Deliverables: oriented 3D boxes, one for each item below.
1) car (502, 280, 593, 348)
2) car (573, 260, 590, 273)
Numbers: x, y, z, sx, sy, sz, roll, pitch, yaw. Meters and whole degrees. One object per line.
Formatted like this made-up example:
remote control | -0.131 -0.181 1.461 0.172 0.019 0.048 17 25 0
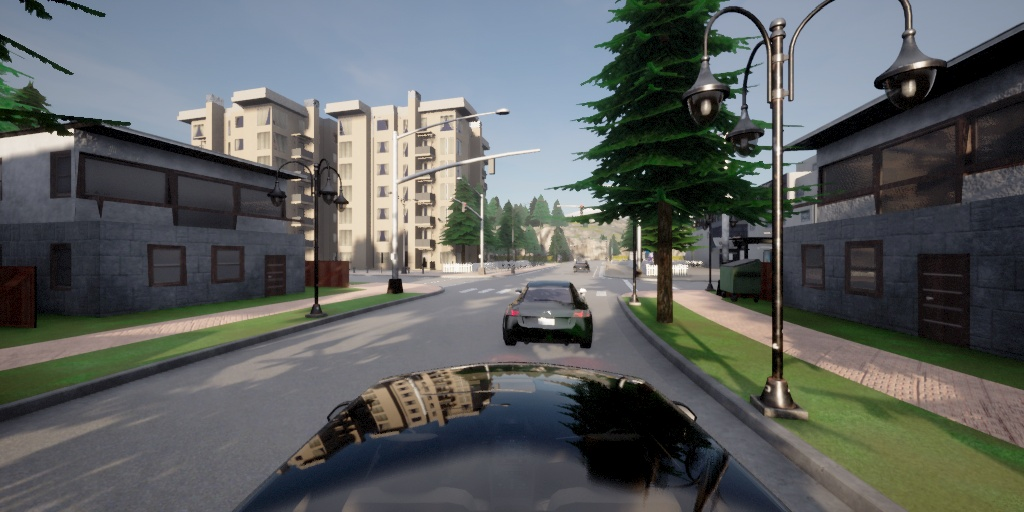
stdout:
car | 0.994 1.314 9.313 1.994 1.385 4.181 0 0 8
car | 8.733 1.276 44.861 2.128 1.511 4.902 0 0 14
